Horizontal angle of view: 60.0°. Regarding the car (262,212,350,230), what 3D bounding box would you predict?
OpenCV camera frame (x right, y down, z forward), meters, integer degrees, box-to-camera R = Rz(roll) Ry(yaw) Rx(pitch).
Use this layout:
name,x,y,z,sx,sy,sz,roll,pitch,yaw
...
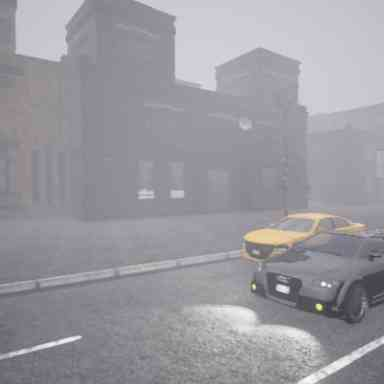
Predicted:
name,x,y,z,sx,sy,sz,roll,pitch,yaw
car,3.863,1.467,11.102,5.008,1.535,1.882,0,0,-36

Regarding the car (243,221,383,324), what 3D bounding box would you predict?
name,x,y,z,sx,sy,sz,roll,pitch,yaw
car,3.245,1.557,7.180,4.181,1.385,1.994,0,0,-36
